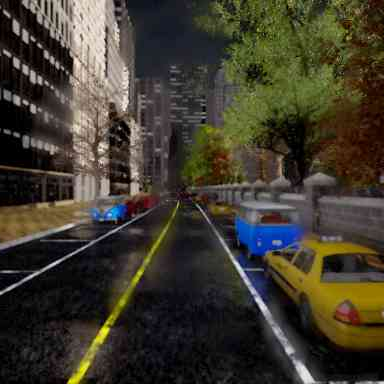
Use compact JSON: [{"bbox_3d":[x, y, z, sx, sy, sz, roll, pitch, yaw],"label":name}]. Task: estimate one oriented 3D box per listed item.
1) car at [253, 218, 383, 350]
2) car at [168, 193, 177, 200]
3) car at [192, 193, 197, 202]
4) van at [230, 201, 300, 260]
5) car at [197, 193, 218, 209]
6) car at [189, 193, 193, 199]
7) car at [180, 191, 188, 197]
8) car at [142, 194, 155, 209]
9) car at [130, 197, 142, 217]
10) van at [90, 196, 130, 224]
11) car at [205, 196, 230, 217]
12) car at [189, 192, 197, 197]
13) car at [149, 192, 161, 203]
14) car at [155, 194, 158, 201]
[{"bbox_3d":[2.549,1.477,6.362,1.752,1.417,4.829,0,0,0],"label":"car"},{"bbox_3d":[-4.106,0.911,70.478,1.837,1.490,4.892,0,0,-2],"label":"car"},{"bbox_3d":[1.518,1.044,61.815,1.752,1.417,4.829,0,0,-2],"label":"car"},{"bbox_3d":[2.518,1.253,11.735,1.690,1.788,3.998,0,0,0],"label":"van"},{"bbox_3d":[2.127,1.014,39.461,2.192,1.841,5.009,0,0,-1],"label":"car"},{"bbox_3d":[0.660,0.877,76.183,1.882,1.535,5.008,0,0,-2],"label":"car"},{"bbox_3d":[-2.314,0.467,93.910,2.097,1.767,4.553,0,0,-2],"label":"car"},{"bbox_3d":[-5.896,1.246,39.268,1.887,1.381,4.507,0,0,-1],"label":"car"},{"bbox_3d":[-5.692,1.333,28.174,1.887,1.381,4.507,0,0,-1],"label":"car"},{"bbox_3d":[-5.614,1.172,22.627,1.690,1.788,3.998,0,0,-1],"label":"van"},{"bbox_3d":[2.328,1.309,28.538,1.752,1.417,4.829,0,0,-1],"label":"car"},{"bbox_3d":[0.203,0.806,94.910,1.947,1.339,4.313,0,0,-2],"label":"car"},{"bbox_3d":[-6.324,0.883,55.905,2.192,1.841,5.009,0,0,-2],"label":"car"},{"bbox_3d":[-6.024,1.239,44.816,1.802,1.307,4.206,0,0,-1],"label":"car"}]
